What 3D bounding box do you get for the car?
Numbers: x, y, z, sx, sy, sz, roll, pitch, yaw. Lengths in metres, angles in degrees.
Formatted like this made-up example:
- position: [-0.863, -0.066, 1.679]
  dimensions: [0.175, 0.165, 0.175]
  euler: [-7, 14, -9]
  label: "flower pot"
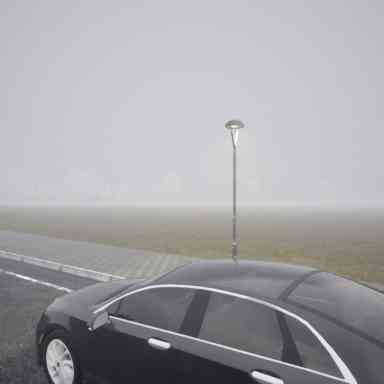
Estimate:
- position: [0.263, 1.506, 3.522]
  dimensions: [4.892, 1.490, 1.837]
  euler: [0, 0, 36]
  label: "car"
